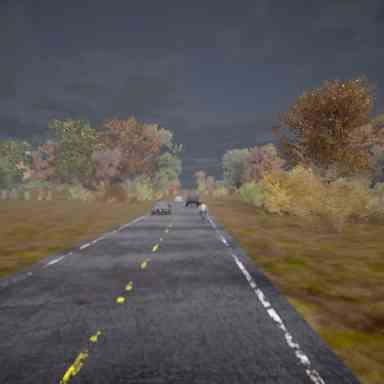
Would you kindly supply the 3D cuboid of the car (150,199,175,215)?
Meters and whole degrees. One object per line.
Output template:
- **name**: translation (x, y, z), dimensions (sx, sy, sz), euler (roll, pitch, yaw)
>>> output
- **car**: translation (-3.084, 1.640, 34.255), dimensions (1.994, 1.385, 4.181), euler (0, 0, 0)

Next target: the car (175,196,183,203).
- **car**: translation (-2.983, 1.643, 75.231), dimensions (1.812, 1.442, 4.674), euler (0, 0, 0)

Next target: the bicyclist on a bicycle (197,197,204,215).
- **bicyclist on a bicycle**: translation (0.835, 1.446, 33.981), dimensions (0.659, 1.776, 1.843), euler (0, 0, 0)

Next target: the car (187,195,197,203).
- **car**: translation (0.017, 1.490, 74.470), dimensions (2.097, 1.767, 4.553), euler (0, 0, 0)

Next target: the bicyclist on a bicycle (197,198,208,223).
- **bicyclist on a bicycle**: translation (0.851, 1.494, 25.007), dimensions (0.866, 1.612, 1.509), euler (0, 0, 0)

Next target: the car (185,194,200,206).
- **car**: translation (0.095, 1.333, 55.612), dimensions (2.150, 2.045, 5.566), euler (0, 0, 0)
